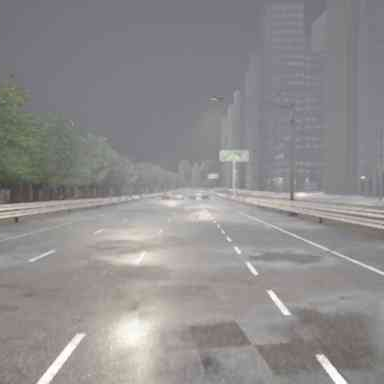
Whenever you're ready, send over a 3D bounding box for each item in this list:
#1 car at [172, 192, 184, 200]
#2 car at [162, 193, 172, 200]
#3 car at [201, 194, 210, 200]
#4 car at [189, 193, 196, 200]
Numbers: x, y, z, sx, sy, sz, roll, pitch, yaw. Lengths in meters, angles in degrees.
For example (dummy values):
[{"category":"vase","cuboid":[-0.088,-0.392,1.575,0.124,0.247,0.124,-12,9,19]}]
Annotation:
[{"category":"car","cuboid":[-3.366,0.997,86.781,2.150,2.045,5.566,0,0,1]},{"category":"car","cuboid":[-6.863,1.295,87.163,1.812,1.442,4.674,0,0,1]},{"category":"car","cuboid":[3.637,1.292,87.082,1.812,1.442,4.674,0,0,1]},{"category":"car","cuboid":[0.133,1.297,86.726,2.128,1.511,4.902,0,0,1]}]
